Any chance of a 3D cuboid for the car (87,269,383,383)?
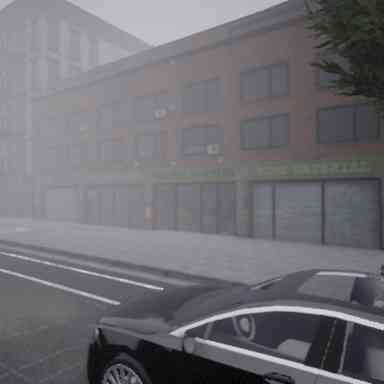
[{"bbox_3d":[1.116,1.487,2.890,4.902,1.511,2.128,0,0,36],"label":"car"}]
